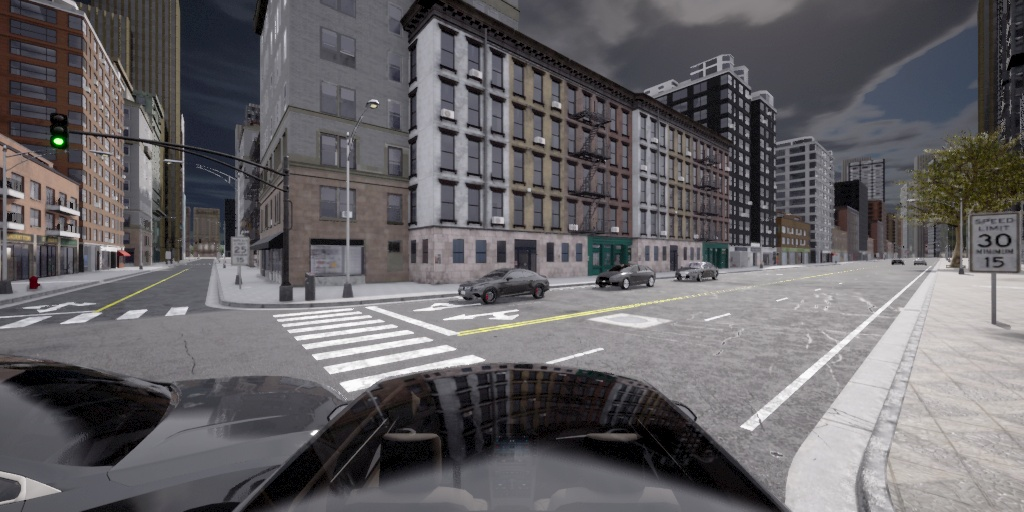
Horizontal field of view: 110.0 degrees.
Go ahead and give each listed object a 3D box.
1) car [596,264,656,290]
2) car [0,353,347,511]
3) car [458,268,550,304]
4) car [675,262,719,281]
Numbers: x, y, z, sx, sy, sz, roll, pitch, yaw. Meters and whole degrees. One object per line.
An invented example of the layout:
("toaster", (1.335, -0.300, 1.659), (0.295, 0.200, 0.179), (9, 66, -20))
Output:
("car", (7.342, 1.255, 22.928), (4.892, 1.490, 1.837), (0, 0, -40))
("car", (-3.246, 1.257, 1.587), (4.892, 1.490, 1.837), (0, 0, -35))
("car", (-0.265, 1.285, 16.600), (4.674, 1.442, 1.812), (0, 0, -40))
("car", (15.264, 1.232, 29.506), (4.902, 1.511, 2.128), (0, 0, -40))
